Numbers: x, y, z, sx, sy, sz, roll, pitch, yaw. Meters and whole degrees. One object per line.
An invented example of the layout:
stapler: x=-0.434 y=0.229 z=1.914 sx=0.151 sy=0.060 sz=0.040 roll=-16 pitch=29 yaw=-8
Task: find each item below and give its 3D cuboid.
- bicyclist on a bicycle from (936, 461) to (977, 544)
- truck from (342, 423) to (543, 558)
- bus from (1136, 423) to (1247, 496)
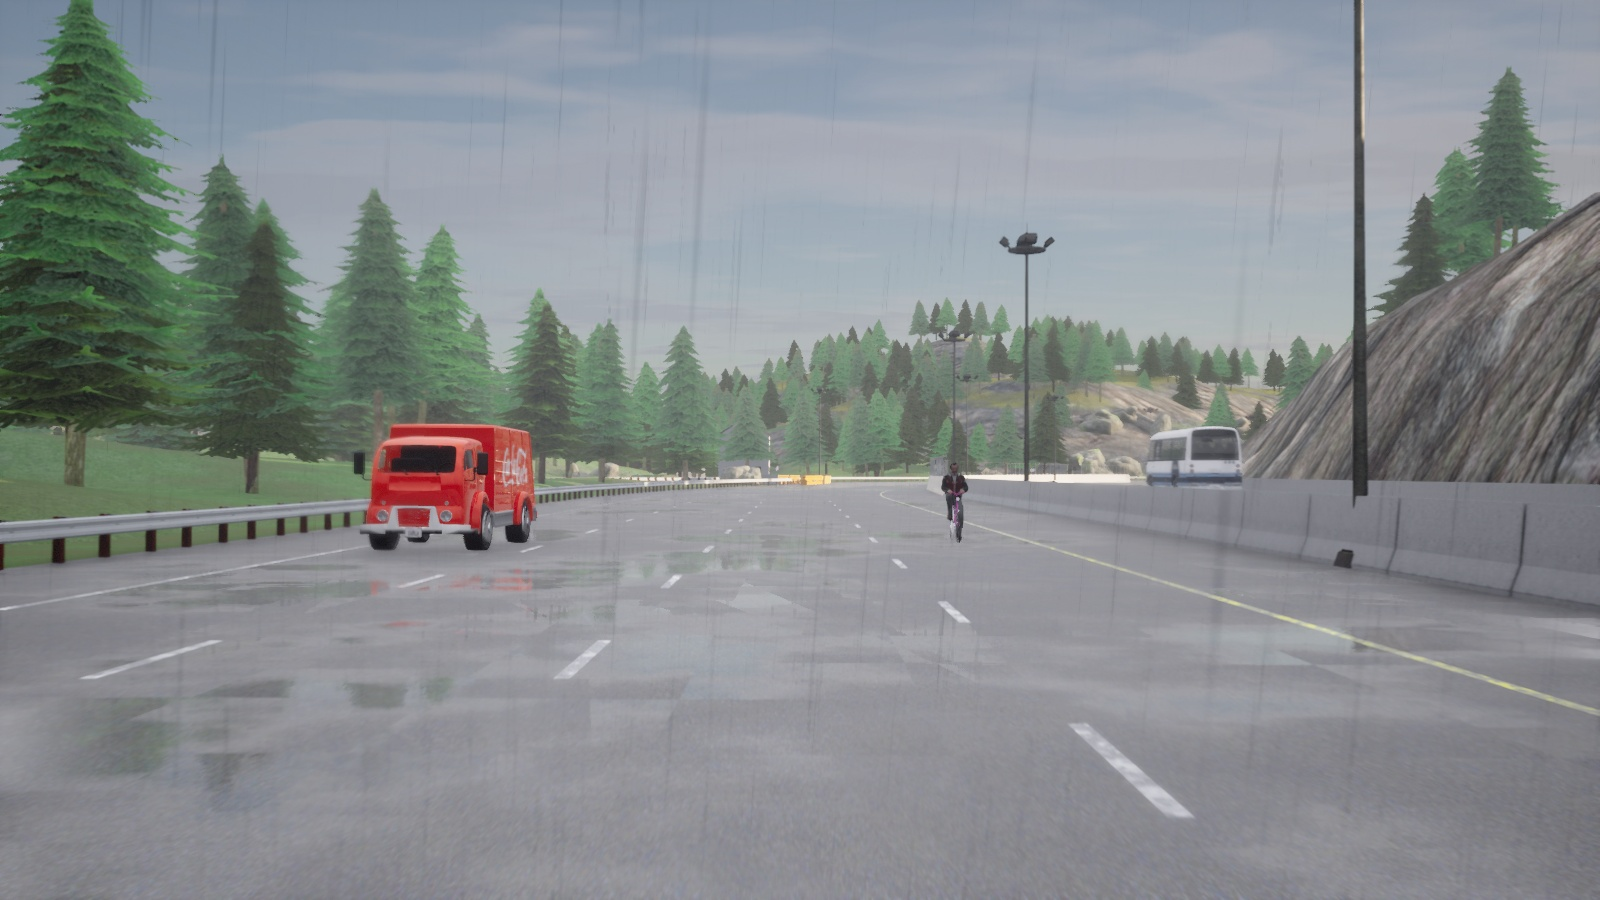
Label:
bicyclist on a bicycle: x=3.432 y=1.134 z=27.657 sx=0.659 sy=1.776 sz=1.843 roll=0 pitch=-1 yaw=0
truck: x=-7.064 y=0.784 z=25.553 sx=2.627 sy=2.467 sz=5.204 roll=0 pitch=-1 yaw=0
bus: x=24.434 y=0.666 z=79.175 sx=3.944 sy=4.253 sz=10.273 roll=-1 pitch=-1 yaw=1
